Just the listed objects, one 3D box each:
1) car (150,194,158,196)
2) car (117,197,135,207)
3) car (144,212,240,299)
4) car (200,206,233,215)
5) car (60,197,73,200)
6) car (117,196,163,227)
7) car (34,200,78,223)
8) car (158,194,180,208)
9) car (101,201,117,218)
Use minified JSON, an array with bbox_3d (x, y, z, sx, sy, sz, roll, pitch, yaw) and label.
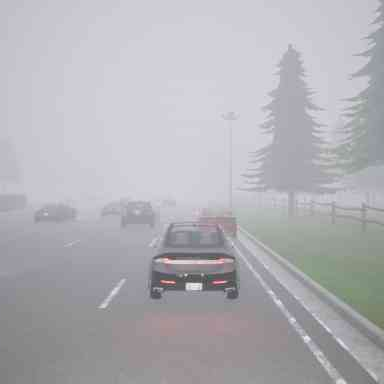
[{"bbox_3d":[-6.859,1.351,68.303,2.097,1.767,4.553,0,0,0],"label":"car"},{"bbox_3d":[-10.370,1.506,52.322,1.837,1.490,4.892,0,0,0],"label":"car"},{"bbox_3d":[0.057,1.492,8.419,2.128,1.511,4.902,0,0,0],"label":"car"},{"bbox_3d":[1.235,1.478,17.760,1.882,1.535,5.008,0,0,0],"label":"car"},{"bbox_3d":[-23.434,1.601,62.197,1.895,1.301,4.718,0,0,-30],"label":"car"},{"bbox_3d":[-3.387,1.353,22.744,2.097,1.767,4.553,0,0,0],"label":"car"},{"bbox_3d":[-10.385,1.564,25.667,1.994,1.385,4.181,0,0,0],"label":"car"},{"bbox_3d":[-3.370,1.352,49.561,2.097,1.767,4.553,0,0,0],"label":"car"},{"bbox_3d":[-6.884,1.547,30.576,2.033,1.411,5.357,0,0,0],"label":"car"}]
